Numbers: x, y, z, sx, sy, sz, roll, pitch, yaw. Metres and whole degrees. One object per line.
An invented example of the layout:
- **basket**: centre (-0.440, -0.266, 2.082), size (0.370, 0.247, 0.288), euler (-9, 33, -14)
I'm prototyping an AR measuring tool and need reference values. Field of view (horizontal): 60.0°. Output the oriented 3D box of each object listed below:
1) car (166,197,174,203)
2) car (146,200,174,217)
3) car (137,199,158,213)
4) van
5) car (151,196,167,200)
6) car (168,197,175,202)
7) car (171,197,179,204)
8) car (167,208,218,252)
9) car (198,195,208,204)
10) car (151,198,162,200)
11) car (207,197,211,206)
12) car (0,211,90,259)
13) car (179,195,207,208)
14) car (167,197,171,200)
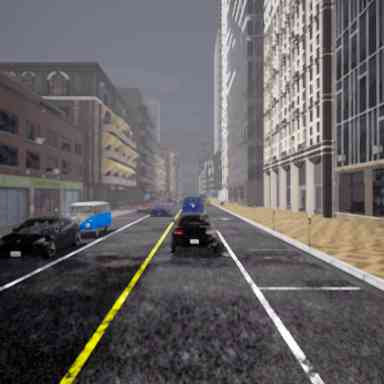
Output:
- **car**: centre (-5.681, 2.090, 86.346), size (1.947, 1.339, 4.313), euler (0, 0, 0)
- **car**: centre (-3.095, 1.790, 33.247), size (1.895, 1.301, 4.718), euler (0, 0, 0)
- **car**: centre (-5.685, 1.819, 41.159), size (1.802, 1.307, 4.206), euler (0, 0, 0)
- **van**: centre (-5.688, 1.447, 18.567), size (1.690, 1.788, 3.998), euler (0, 0, 0)
- **car**: centre (-5.685, 1.622, 52.458), size (2.192, 1.841, 5.009), euler (0, 0, 0)
- **car**: centre (-5.680, 2.086, 91.826), size (1.752, 1.417, 4.829), euler (0, 0, 0)
- **car**: centre (-2.992, 1.922, 73.749), size (2.128, 1.511, 4.902), euler (0, 0, 0)
- **car**: centre (0.096, 1.606, 14.104), size (1.812, 1.442, 4.674), euler (0, 0, 0)
- **car**: centre (2.403, 1.675, 74.591), size (2.150, 2.045, 5.566), euler (0, 0, 0)
- **car**: centre (-5.685, 1.854, 46.807), size (1.802, 1.307, 4.206), euler (0, 0, 0)
- **car**: centre (2.698, 1.905, 63.923), size (1.752, 1.417, 4.829), euler (0, 0, 0)
- **car**: centre (-5.689, 1.640, 12.917), size (1.947, 1.339, 4.313), euler (0, 0, 0)
- **car**: centre (0.103, 1.414, 33.855), size (2.150, 2.045, 5.566), euler (0, 0, 0)
- **car**: centre (-5.683, 1.818, 63.754), size (1.967, 1.590, 4.097), euler (0, 0, 0)
